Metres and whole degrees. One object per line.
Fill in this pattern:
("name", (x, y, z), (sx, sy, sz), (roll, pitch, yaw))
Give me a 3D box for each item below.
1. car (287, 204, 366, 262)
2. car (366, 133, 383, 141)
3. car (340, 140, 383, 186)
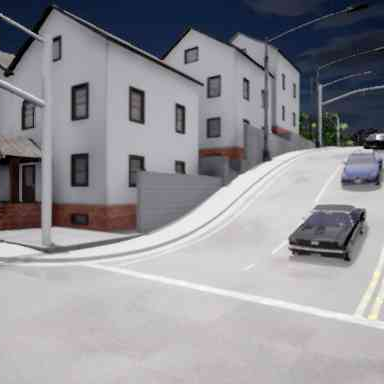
("car", (5.063, 1.267, 12.208), (1.895, 1.301, 4.718), (0, 11, 34))
("car", (14.822, -3.918, 26.335), (1.895, 1.301, 4.718), (1, 12, 36))
("car", (9.724, -1.546, 18.981), (1.812, 1.442, 4.674), (0, 19, 33))
